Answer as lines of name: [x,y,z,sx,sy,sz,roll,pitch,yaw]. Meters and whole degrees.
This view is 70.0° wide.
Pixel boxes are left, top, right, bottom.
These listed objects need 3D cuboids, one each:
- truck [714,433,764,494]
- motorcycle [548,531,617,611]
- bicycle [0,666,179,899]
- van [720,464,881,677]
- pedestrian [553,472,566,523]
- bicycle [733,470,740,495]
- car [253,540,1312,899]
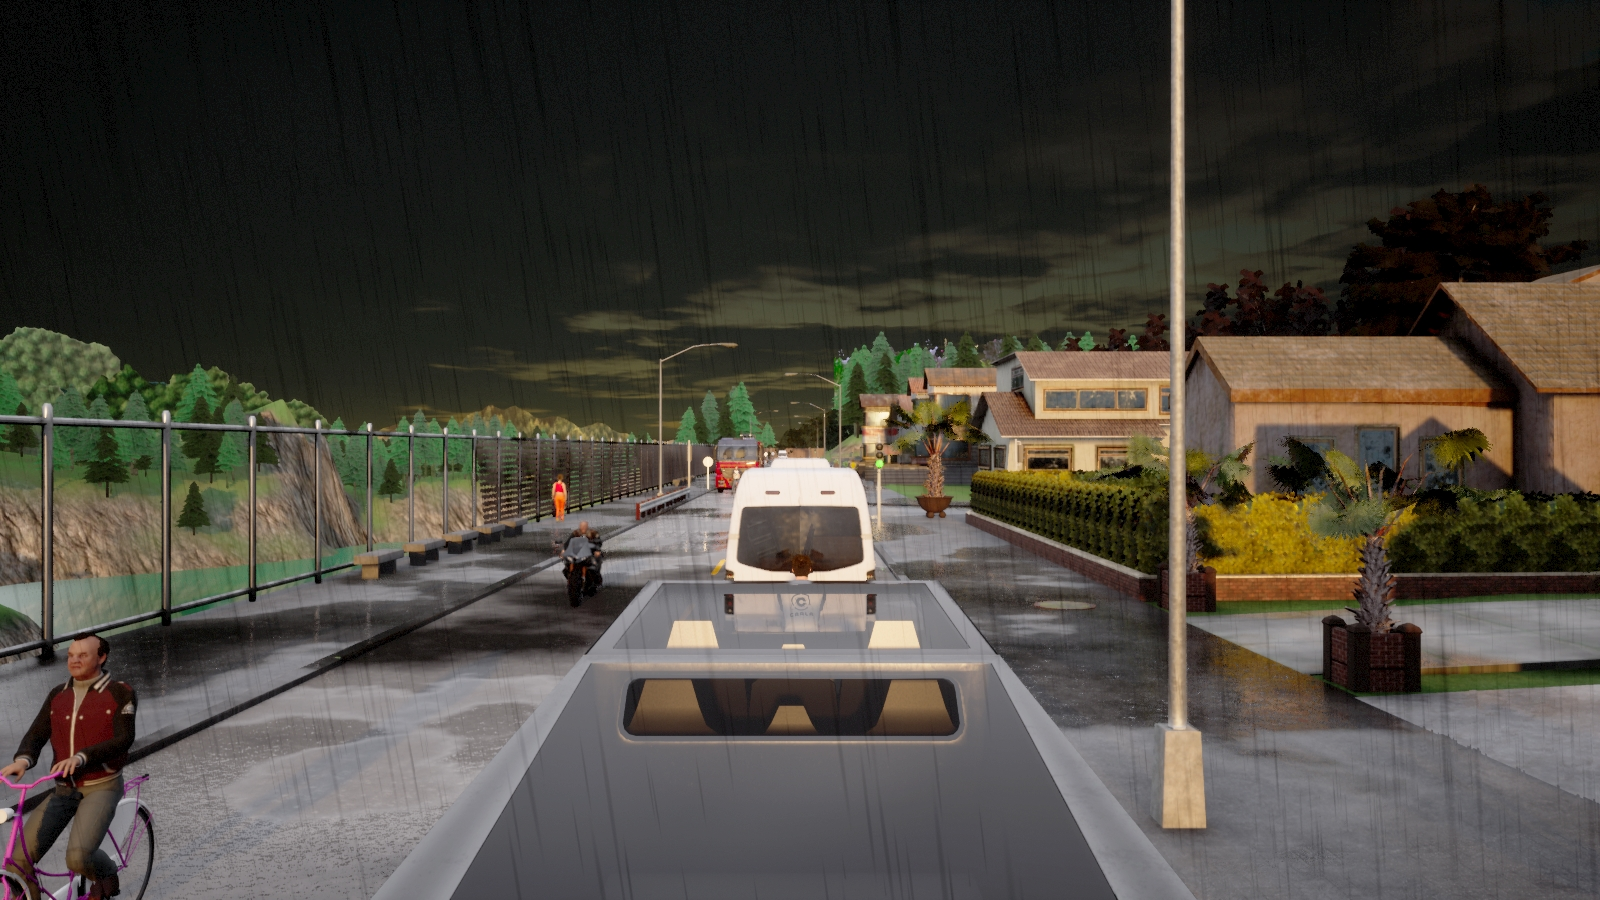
truck: [-3.968,0.861,76.479,2.891,3.827,8.468,0,0,0]
motorcycle: [-3.993,2.196,21.159,0.867,1.251,2.209,0,0,0]
bicycle: [-3.984,2.057,6.099,0.329,1.471,1.835,0,0,0]
van: [0.009,1.528,17.136,1.988,2.561,5.915,0,0,0]
pedestrian: [-8.790,1.728,41.735,0.375,1.860,0.375,0,0,1]
bicycle: [-3.969,2.028,71.192,0.373,1.496,1.643,0,0,0]
car: [-0.034,1.751,5.716,2.390,2.098,6.274,0,0,0]
